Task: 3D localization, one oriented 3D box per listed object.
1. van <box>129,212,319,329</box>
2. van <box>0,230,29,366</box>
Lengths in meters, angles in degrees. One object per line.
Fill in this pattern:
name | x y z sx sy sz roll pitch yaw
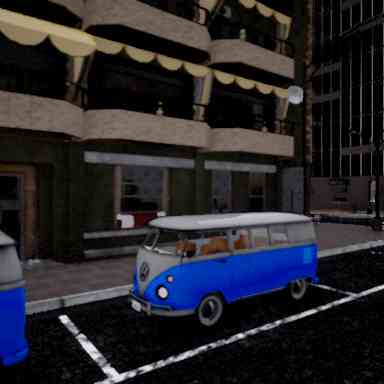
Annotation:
van | 0.801 1.339 6.668 3.998 1.788 1.690 0 0 -36
van | -3.830 1.341 3.362 3.998 1.788 1.690 0 0 -36
